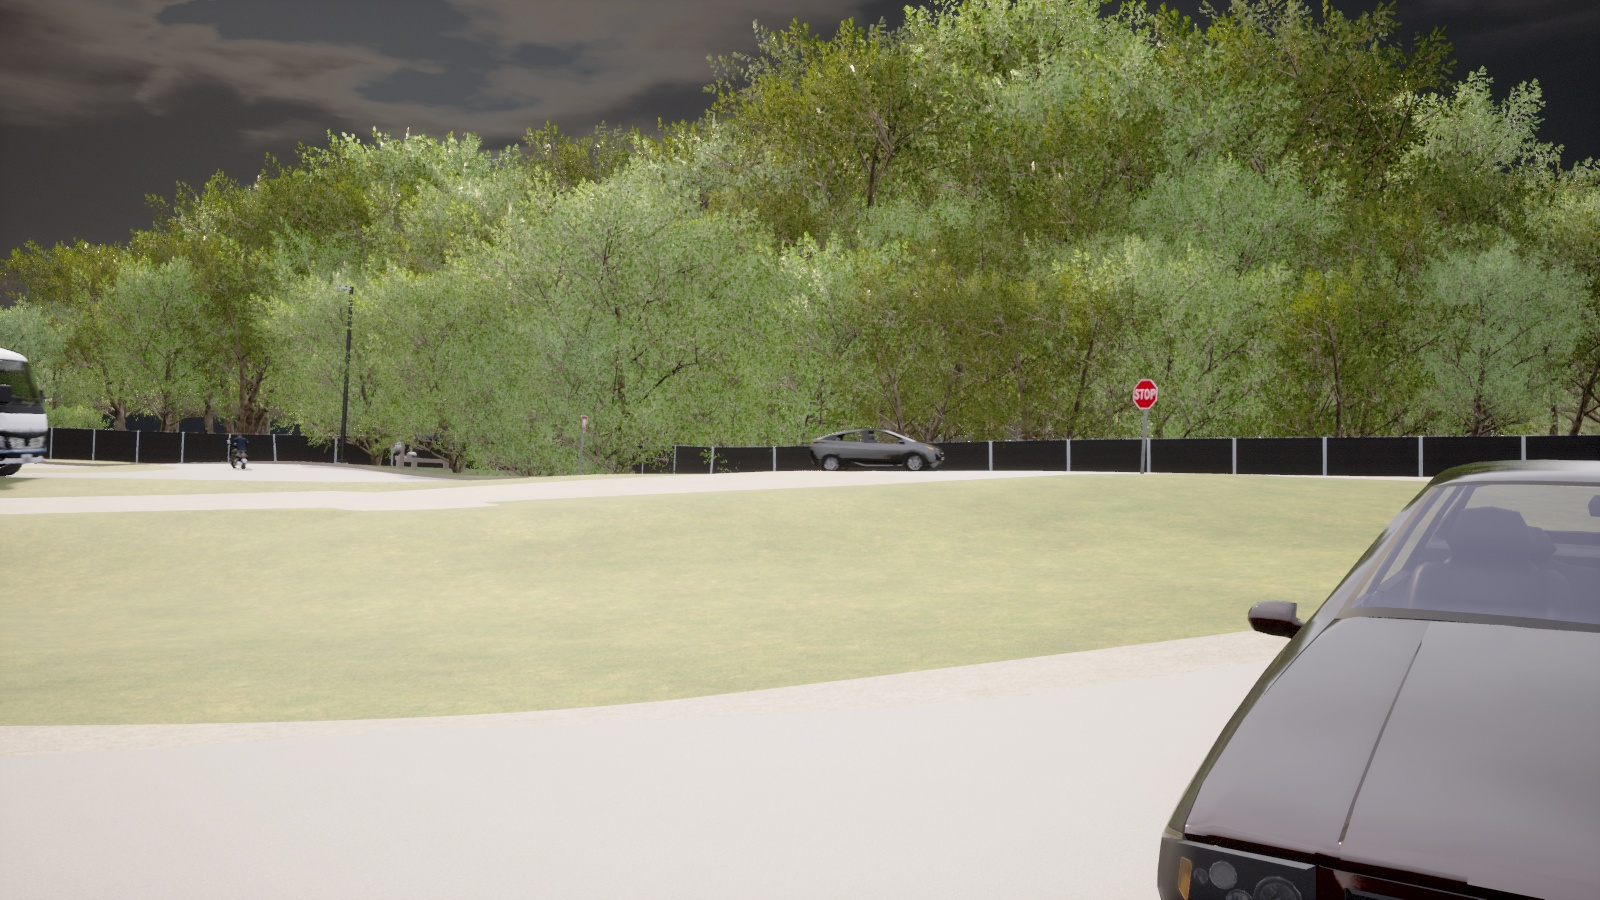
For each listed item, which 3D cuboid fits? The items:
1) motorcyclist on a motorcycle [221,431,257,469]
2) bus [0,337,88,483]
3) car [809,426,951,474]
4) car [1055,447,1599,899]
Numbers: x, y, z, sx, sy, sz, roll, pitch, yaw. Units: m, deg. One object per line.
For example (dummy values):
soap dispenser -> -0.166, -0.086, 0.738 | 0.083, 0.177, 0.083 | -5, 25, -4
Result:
motorcyclist on a motorcycle -> -24.079, -0.007, 53.881 | 0.866, 1.590, 1.817 | 2, 0, -40
bus -> -28.137, -1.382, 38.380 | 10.273, 4.253, 3.944 | 2, 1, -7
car -> 2.738, -0.002, 42.592 | 4.514, 1.525, 2.007 | -1, 0, 12
car -> 2.824, 0.751, 4.233 | 2.033, 1.411, 5.357 | 2, 2, 33
